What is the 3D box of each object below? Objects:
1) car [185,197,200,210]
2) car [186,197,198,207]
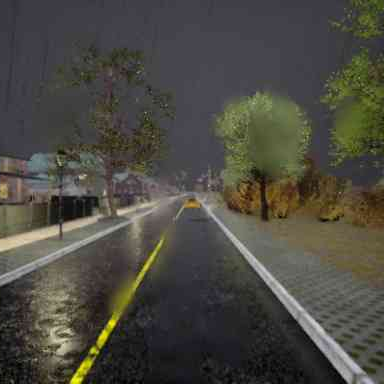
[{"bbox_3d":[0.009,1.512,43.348,1.882,1.535,5.008,0,0,0],"label":"car"},{"bbox_3d":[0.011,1.549,53.782,1.837,1.490,4.892,0,0,0],"label":"car"}]
